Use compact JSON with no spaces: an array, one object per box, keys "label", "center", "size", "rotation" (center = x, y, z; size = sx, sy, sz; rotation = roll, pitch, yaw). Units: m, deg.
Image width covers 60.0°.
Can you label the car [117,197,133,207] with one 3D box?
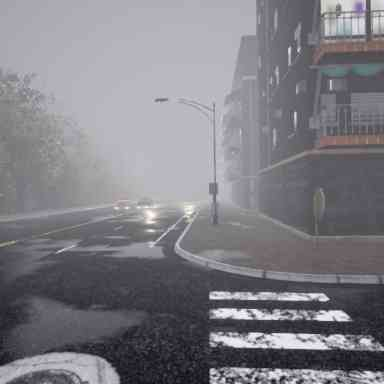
[{"label":"car","center":[-10.682,1.527,53.810],"size":[1.882,1.535,5.008],"rotation":[-1,0,3]}]

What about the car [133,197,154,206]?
[{"label":"car","center":[-7.436,1.552,53.623],"size":[2.033,1.411,5.357],"rotation":[-1,0,3]}]
